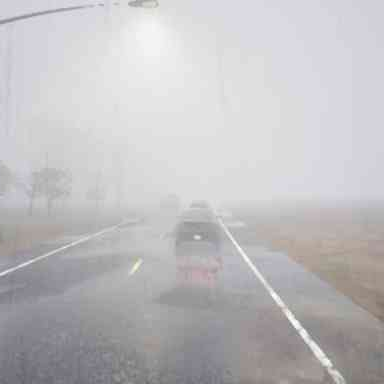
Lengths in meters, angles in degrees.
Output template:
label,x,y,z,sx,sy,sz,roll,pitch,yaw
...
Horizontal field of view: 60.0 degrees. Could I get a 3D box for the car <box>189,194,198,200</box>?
label,x,y,z,sx,sy,sz,roll,pitch,yaw
car,0.404,1.080,80.091,1.994,1.385,4.181,0,0,6

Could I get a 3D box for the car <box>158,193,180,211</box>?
label,x,y,z,sx,sy,sz,roll,pitch,yaw
car,-2.603,1.187,39.613,2.150,2.045,5.566,0,0,3

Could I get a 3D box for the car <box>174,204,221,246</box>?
label,x,y,z,sx,sy,sz,roll,pitch,yaw
car,0.262,1.494,15.220,1.837,1.490,4.892,0,0,1

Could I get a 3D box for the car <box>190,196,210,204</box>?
label,x,y,z,sx,sy,sz,roll,pitch,yaw
car,0.817,1.451,33.429,1.882,1.535,5.008,0,0,2
